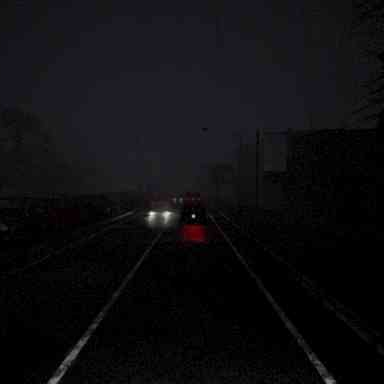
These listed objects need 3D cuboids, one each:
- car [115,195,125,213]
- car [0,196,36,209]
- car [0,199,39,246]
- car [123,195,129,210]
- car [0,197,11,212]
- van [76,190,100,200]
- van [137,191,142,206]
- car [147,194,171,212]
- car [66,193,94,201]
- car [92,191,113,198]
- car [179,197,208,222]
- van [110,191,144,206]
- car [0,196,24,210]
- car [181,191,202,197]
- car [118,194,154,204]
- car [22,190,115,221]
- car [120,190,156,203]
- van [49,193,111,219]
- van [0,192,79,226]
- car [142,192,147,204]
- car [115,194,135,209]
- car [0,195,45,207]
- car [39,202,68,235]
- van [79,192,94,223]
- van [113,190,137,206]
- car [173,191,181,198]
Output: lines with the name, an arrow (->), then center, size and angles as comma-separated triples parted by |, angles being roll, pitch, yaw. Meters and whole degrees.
car -> -8.958, 1.317, 30.002 | 4.892, 1.521, 2.231 | 0, 0, 0
car -> -22.040, 1.216, 40.470 | 5.008, 1.535, 2.097 | 0, 1, 0
car -> -8.960, 1.282, 13.179 | 4.553, 1.767, 2.185 | 0, 0, 0
car -> -8.953, 1.334, 32.805 | 4.674, 1.452, 2.002 | 0, 0, 0
car -> -22.008, 1.308, 34.922 | 4.792, 1.488, 2.163 | 0, 0, 0
van -> -22.204, 0.598, 70.997 | 4.442, 1.987, 1.878 | 0, 1, 0
van -> -8.850, 0.981, 41.214 | 4.442, 1.987, 1.878 | 0, 1, 0
car -> -3.345, 1.228, 35.898 | 1.882, 1.535, 5.008 | 0, 1, 0
car -> -22.051, 0.925, 65.451 | 4.792, 1.488, 2.163 | 0, 1, 0
car -> -22.134, 0.557, 82.100 | 4.553, 1.767, 2.185 | 0, 1, 0
car -> 0.100, 1.352, 24.645 | 1.837, 1.490, 4.892 | 0, 1, 0
van -> -9.091, 0.910, 46.824 | 4.442, 1.987, 1.878 | 0, 1, 0
car -> -22.226, 1.244, 37.693 | 5.366, 1.575, 1.946 | 0, 1, 0
car -> 0.091, 0.910, 42.015 | 2.150, 2.045, 5.566 | 0, 1, 0
car -> -8.797, 1.060, 52.433 | 5.366, 1.575, 1.946 | 0, 1, 0
car -> -8.916, 1.100, 24.392 | 5.566, 2.045, 2.435 | 0, 0, 0
car -> -8.958, 0.776, 55.233 | 5.566, 2.045, 2.435 | 0, 1, 0
van -> -9.064, 1.110, 27.192 | 4.442, 1.987, 1.878 | 0, 0, 0
van -> -9.053, 1.154, 18.784 | 4.442, 1.987, 1.878 | 0, 0, 0
car -> -8.965, 1.172, 44.024 | 5.008, 1.535, 2.097 | 0, 1, 0
car -> -8.988, 1.299, 35.613 | 4.792, 1.488, 2.163 | 0, 1, 0
car -> -22.043, 1.184, 43.248 | 4.892, 1.521, 2.231 | 0, 1, 0
car -> -8.926, 1.395, 15.982 | 4.892, 1.521, 2.231 | 0, 0, 0
van -> -9.057, 1.139, 21.588 | 4.442, 1.987, 1.878 | 0, 0, 0
van -> -9.080, 1.013, 38.413 | 4.442, 1.987, 1.878 | 0, 1, 0
car -> -3.251, 0.641, 78.361 | 1.837, 1.490, 4.892 | 0, 1, 0
